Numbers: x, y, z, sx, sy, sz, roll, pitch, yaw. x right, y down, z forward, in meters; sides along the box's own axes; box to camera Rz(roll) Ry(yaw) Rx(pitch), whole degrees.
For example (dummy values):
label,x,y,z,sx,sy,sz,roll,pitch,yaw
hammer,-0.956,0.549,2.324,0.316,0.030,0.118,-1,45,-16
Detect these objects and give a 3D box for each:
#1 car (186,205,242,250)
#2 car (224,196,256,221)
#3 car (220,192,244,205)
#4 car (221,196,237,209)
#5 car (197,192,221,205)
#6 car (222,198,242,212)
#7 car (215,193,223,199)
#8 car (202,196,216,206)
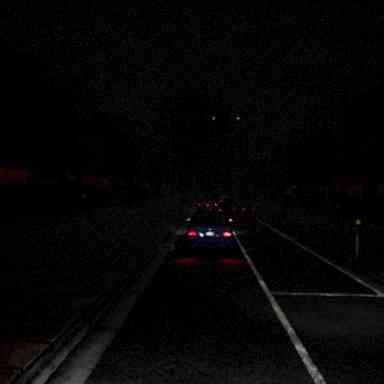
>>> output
label,x,y,z,sx,sy,sz,roll,pitch,yaw
car,0.741,1.497,14.112,2.033,1.411,5.357,0,0,3
car,3.901,1.346,26.487,1.967,1.590,4.097,1,0,3
car,4.176,1.188,32.021,2.192,1.841,5.009,1,0,3
car,4.727,1.327,43.261,1.752,1.417,4.829,1,0,3
car,1.545,1.201,32.442,2.097,1.767,4.553,0,0,3
car,4.445,1.404,37.557,1.947,1.339,4.313,1,0,3
car,6.628,1.073,81.832,1.947,1.339,4.313,1,1,3
car,2.458,1.342,48.984,1.895,1.301,4.718,0,0,3
